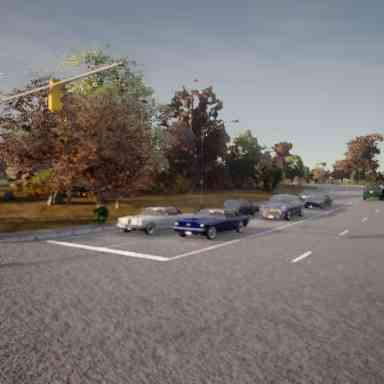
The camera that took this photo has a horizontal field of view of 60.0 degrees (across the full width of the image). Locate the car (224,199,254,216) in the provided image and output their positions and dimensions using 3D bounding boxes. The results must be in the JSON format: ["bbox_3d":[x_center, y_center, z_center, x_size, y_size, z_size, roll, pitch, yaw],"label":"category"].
[{"bbox_3d":[3.593,1.280,26.673,2.033,1.411,5.357,0,2,35],"label":"car"}]

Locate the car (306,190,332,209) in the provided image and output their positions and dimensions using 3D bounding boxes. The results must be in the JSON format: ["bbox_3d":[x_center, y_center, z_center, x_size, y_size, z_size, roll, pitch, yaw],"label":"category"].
[{"bbox_3d":[12.855,0.878,33.830,2.033,1.411,5.357,0,3,35],"label":"car"}]

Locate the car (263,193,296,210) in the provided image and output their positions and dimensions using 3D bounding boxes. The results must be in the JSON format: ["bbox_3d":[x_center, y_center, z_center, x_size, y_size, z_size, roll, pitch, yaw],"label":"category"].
[{"bbox_3d":[9.238,0.903,34.745,1.812,1.442,4.674,0,3,35],"label":"car"}]

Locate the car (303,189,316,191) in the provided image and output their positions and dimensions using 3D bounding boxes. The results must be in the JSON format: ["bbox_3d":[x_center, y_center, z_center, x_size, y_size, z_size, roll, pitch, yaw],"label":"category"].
[{"bbox_3d":[15.199,0.375,43.231,2.128,1.511,4.902,0,3,36],"label":"car"}]

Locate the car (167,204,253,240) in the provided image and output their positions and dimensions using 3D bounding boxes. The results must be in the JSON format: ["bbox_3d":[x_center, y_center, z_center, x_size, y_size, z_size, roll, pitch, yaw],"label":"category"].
[{"bbox_3d":[1.076,1.534,16.933,1.895,1.301,4.718,0,1,35],"label":"car"}]

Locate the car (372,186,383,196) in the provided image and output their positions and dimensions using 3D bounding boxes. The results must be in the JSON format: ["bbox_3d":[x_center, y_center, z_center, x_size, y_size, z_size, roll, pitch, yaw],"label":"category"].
[{"bbox_3d":[28.742,-0.201,50.794,1.994,1.385,4.181,0,3,31],"label":"car"}]

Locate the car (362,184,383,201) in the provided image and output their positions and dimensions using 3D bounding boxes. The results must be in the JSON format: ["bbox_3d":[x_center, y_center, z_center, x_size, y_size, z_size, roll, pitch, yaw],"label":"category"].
[{"bbox_3d":[22.908,-0.029,41.842,2.150,2.045,5.566,0,3,35],"label":"car"}]

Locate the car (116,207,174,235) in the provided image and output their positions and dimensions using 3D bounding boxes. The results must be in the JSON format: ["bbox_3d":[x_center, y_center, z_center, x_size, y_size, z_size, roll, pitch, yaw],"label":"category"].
[{"bbox_3d":[-1.959,1.526,18.700,1.895,1.301,4.718,0,1,35],"label":"car"}]

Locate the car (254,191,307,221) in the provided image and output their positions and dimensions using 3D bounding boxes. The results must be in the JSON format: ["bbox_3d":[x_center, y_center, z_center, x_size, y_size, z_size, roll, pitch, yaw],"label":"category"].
[{"bbox_3d":[6.777,1.082,25.116,2.097,1.767,4.553,0,2,35],"label":"car"}]
